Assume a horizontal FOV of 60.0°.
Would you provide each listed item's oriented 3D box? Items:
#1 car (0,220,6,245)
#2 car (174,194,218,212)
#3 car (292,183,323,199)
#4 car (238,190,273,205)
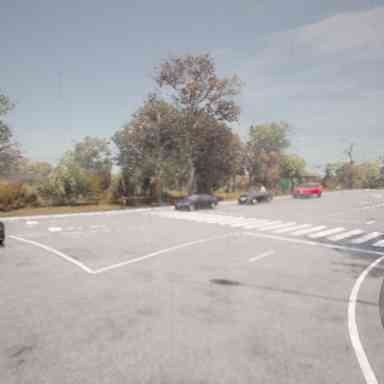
[{"bbox_3d":[-9.603,1.447,14.184,4.892,1.490,1.837,1,1,42],"label":"car"},{"bbox_3d":[0.474,0.891,30.155,4.674,1.442,1.812,-2,4,-45],"label":"car"},{"bbox_3d":[15.742,-0.193,45.255,5.566,2.045,2.150,-3,4,-45],"label":"car"},{"bbox_3d":[7.033,0.537,36.663,4.902,1.511,2.128,-3,4,-45],"label":"car"}]
